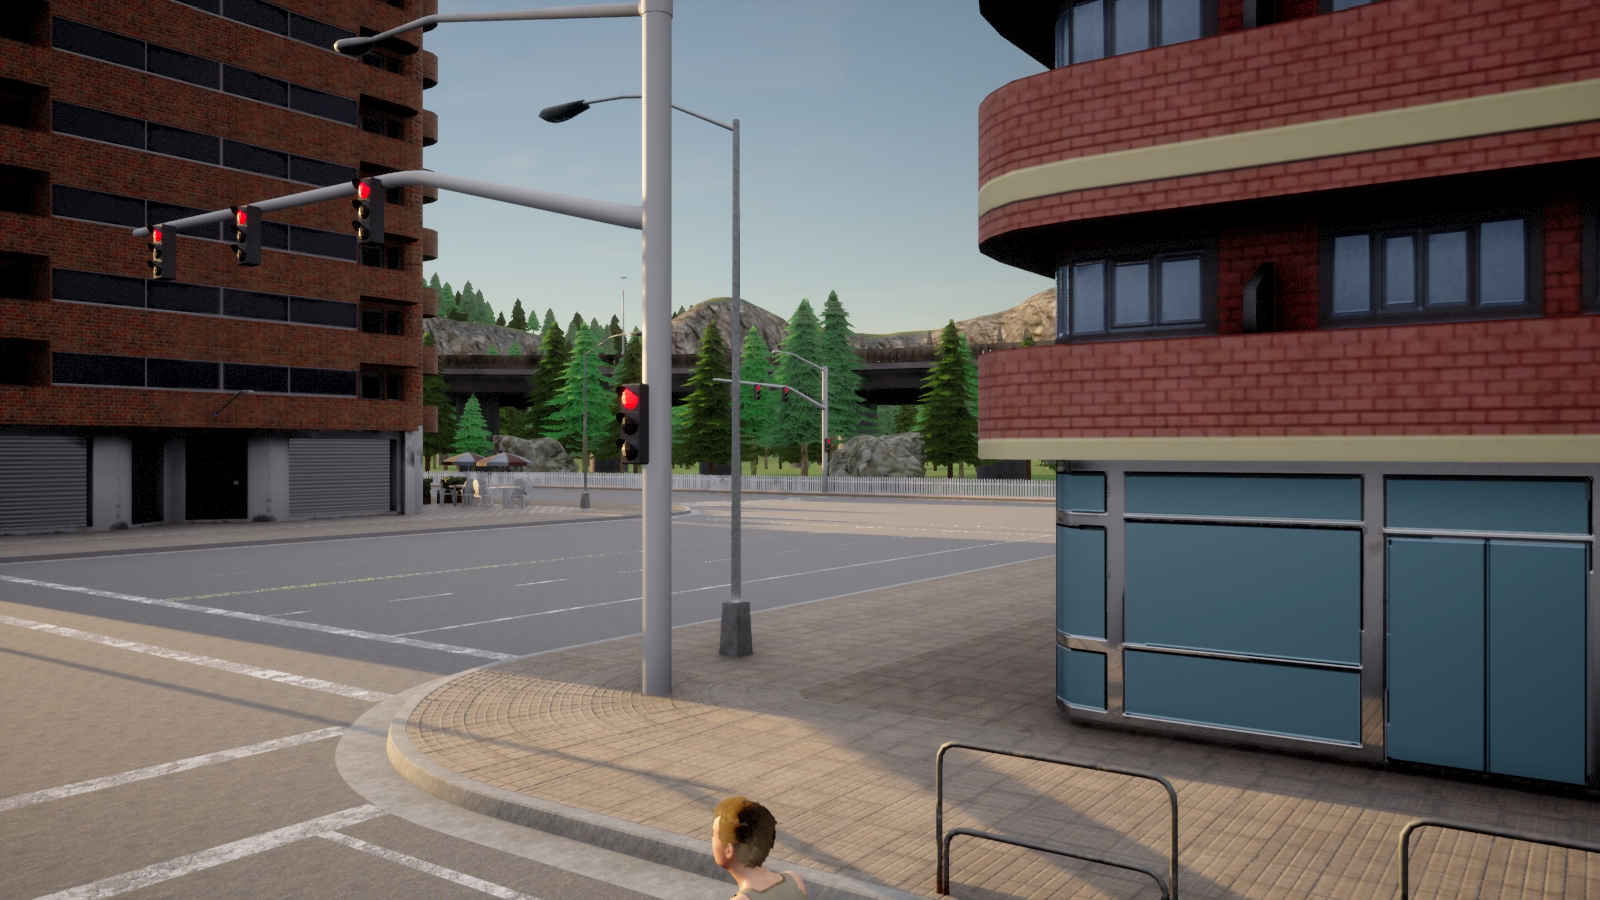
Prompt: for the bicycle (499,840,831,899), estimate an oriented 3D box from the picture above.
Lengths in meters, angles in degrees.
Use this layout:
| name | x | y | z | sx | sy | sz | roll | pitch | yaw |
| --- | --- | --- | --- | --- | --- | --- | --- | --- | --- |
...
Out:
| name | x | y | z | sx | sy | sz | roll | pitch | yaw |
| --- | --- | --- | --- | --- | --- | --- | --- | --- | --- |
| bicycle | -0.310 | 2.231 | 4.028 | 1.487 | 1.126 | 0.859 | 3 | 2 | 35 |
